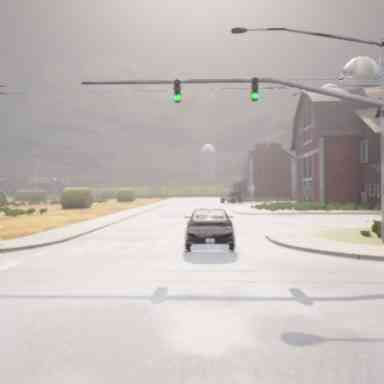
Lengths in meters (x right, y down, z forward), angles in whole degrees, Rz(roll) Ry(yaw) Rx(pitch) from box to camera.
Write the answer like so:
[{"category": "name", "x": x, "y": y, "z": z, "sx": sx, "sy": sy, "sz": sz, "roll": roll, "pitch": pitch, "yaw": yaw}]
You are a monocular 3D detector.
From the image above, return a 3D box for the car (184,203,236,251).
[{"category": "car", "x": 0.707, "y": 1.413, "z": 13.636, "sx": 2.128, "sy": 1.511, "sz": 4.902, "roll": 0, "pitch": 0, "yaw": 2}]

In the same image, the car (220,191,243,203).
[{"category": "car", "x": 6.328, "y": 0.825, "z": 53.463, "sx": 1.905, "sy": 1.878, "sz": 3.866, "roll": -8, "pitch": 3, "yaw": -40}]
